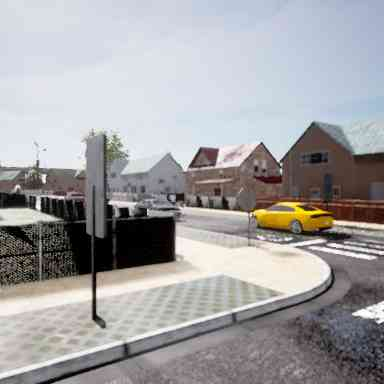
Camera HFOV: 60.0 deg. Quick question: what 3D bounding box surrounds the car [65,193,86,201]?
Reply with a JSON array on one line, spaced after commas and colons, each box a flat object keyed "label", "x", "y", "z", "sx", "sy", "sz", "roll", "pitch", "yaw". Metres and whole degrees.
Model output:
[{"label": "car", "x": -14.990, "y": 0.887, "z": 42.936, "sx": 2.097, "sy": 1.767, "sz": 4.553, "roll": 0, "pitch": 1, "yaw": -34}]

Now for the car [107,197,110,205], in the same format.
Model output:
[{"label": "car", "x": -12.482, "y": 1.021, "z": 44.292, "sx": 2.128, "sy": 1.511, "sz": 4.902, "roll": 0, "pitch": 1, "yaw": -33}]

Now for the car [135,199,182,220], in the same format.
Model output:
[{"label": "car", "x": -2.563, "y": 1.261, "z": 24.485, "sx": 2.128, "sy": 1.511, "sz": 4.902, "roll": 0, "pitch": 1, "yaw": -34}]

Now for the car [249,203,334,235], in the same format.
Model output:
[{"label": "car", "x": 5.219, "y": 1.334, "z": 18.260, "sx": 1.882, "sy": 1.535, "sz": 5.008, "roll": 0, "pitch": 0, "yaw": -32}]
